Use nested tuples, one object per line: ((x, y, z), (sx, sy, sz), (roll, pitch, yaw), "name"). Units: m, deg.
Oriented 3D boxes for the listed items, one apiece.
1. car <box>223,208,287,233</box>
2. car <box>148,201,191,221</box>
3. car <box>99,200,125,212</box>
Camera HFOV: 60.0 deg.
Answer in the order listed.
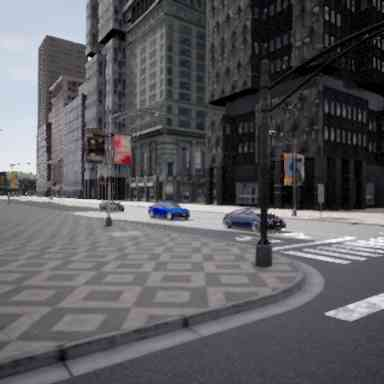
((3.843, 1.689, 20.941), (1.994, 1.385, 4.181), (0, 0, -35), "car")
((-2.060, 1.599, 29.276), (1.882, 1.535, 5.008), (0, 0, -35), "car")
((-9.679, 1.685, 40.047), (1.994, 1.385, 4.181), (1, 0, -36), "car")
